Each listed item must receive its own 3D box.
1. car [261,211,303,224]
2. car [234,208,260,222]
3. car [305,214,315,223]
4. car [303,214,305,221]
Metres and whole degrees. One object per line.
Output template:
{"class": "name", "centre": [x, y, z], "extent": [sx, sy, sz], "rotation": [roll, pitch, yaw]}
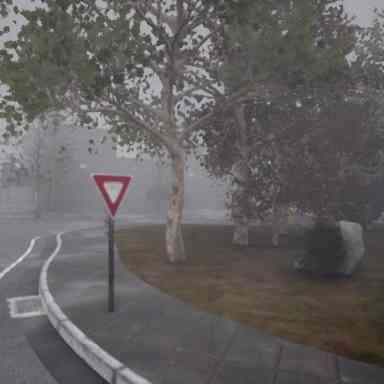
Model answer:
{"class": "car", "centre": [10.806, 3.083, 40.008], "extent": [5.008, 1.535, 1.882], "rotation": [5, -3, -40]}
{"class": "car", "centre": [7.404, 2.696, 41.252], "extent": [5.566, 2.045, 2.150], "rotation": [6, -4, -40]}
{"class": "car", "centre": [18.368, 3.734, 46.584], "extent": [4.892, 1.490, 1.837], "rotation": [4, -2, -40]}
{"class": "car", "centre": [15.113, 3.492, 47.952], "extent": [4.553, 1.767, 2.097], "rotation": [4, -3, -40]}
